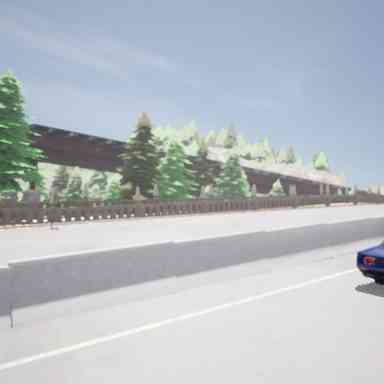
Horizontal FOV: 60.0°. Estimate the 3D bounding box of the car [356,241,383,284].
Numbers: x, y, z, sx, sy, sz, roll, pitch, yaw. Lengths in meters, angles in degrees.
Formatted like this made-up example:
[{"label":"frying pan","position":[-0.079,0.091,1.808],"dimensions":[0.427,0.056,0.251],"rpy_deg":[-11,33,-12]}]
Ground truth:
[{"label":"car","position":[6.072,1.514,8.063],"dimensions":[4.718,1.301,1.895],"rpy_deg":[-1,0,-35]}]
